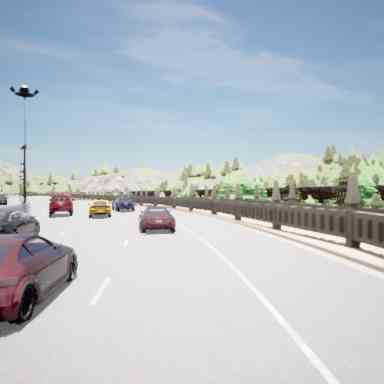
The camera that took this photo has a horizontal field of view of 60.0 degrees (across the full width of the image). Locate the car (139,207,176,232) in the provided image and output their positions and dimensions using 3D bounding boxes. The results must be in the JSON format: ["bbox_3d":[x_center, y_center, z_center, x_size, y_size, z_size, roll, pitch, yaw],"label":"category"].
[{"bbox_3d":[-2.174,1.572,20.134,1.994,1.385,4.181,0,0,-11],"label":"car"}]

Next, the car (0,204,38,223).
[{"bbox_3d":[-8.285,1.523,14.719,2.128,1.511,4.902,0,0,-8],"label":"car"}]

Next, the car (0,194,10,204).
[{"bbox_3d":[-29.661,1.332,51.669,2.150,2.045,5.566,0,0,-28],"label":"car"}]

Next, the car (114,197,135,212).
[{"bbox_3d":[-8.451,1.383,40.561,2.097,1.767,4.553,0,0,-22],"label":"car"}]

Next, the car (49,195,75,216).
[{"bbox_3d":[-13.145,1.270,33.582,2.150,2.045,5.566,0,0,-20],"label":"car"}]

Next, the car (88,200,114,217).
[{"bbox_3d":[-8.825,1.510,31.691,1.882,1.535,5.008,0,0,-18],"label":"car"}]

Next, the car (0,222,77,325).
[{"bbox_3d":[-3.888,1.579,7.093,1.994,1.385,4.181,0,0,-4],"label":"car"}]
